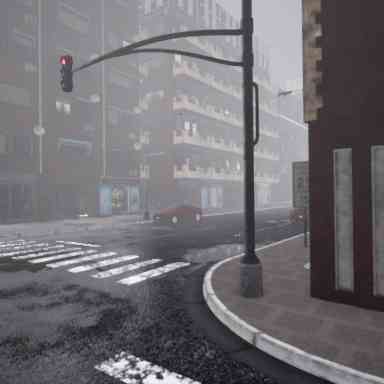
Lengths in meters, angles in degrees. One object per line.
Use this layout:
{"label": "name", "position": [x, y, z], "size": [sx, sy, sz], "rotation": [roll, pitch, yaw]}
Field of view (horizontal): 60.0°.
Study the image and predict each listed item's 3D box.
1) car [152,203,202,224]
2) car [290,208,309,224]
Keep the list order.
{"label": "car", "position": [-0.997, 1.512, 24.391], "size": [1.887, 1.381, 4.507], "rotation": [-1, 0, 36]}
{"label": "car", "position": [7.927, 1.371, 21.992], "size": [1.887, 1.381, 4.507], "rotation": [-1, 0, 36]}
